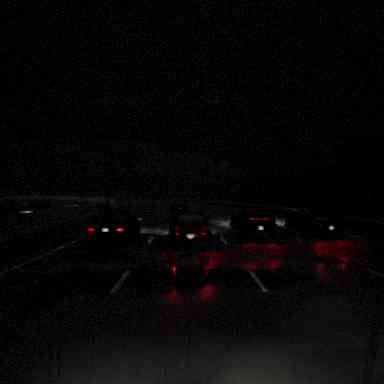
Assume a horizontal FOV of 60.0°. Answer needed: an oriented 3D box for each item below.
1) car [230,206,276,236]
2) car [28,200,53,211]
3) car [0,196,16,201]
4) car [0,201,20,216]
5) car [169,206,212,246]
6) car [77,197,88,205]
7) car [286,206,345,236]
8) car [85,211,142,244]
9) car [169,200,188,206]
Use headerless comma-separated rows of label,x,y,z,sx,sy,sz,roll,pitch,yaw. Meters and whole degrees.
car,3.310,1.552,18.751,2.128,1.511,4.902,0,0,-2
car,-20.329,1.739,44.897,2.033,1.411,5.357,0,0,-8
car,-23.497,1.690,42.091,1.837,1.490,4.892,0,0,-8
car,-14.700,1.620,24.936,1.837,1.490,4.892,0,-1,-3
car,-0.115,1.580,15.503,1.812,1.442,4.674,0,0,-1
car,-22.080,1.793,67.041,1.812,1.442,4.674,0,0,-17
car,6.809,1.547,18.830,2.128,1.511,4.902,0,0,-2
car,-3.599,1.610,16.041,2.033,1.411,5.357,0,0,-2
car,-1.561,1.614,38.235,1.882,1.535,5.008,0,0,-7
